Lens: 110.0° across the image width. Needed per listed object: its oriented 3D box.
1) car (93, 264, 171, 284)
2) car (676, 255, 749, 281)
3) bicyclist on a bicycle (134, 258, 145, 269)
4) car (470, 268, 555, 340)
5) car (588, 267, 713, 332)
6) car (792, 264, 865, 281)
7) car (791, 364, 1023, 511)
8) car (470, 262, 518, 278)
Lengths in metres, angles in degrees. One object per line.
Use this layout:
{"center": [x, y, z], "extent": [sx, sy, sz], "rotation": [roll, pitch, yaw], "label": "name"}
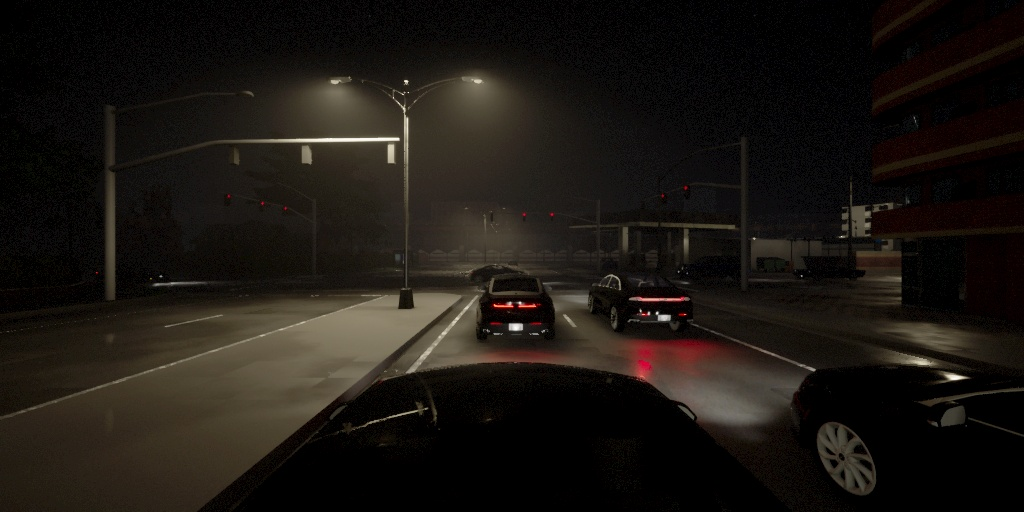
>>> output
{"center": [-27.766, 1.314, 26.309], "extent": [4.181, 1.385, 1.994], "rotation": [0, 0, 0], "label": "car"}
{"center": [16.627, 0.972, 29.858], "extent": [5.566, 2.045, 2.150], "rotation": [0, 0, -1], "label": "car"}
{"center": [-38.235, 1.053, 36.726], "extent": [0.582, 1.620, 1.656], "rotation": [0, 0, 0], "label": "bicyclist on a bicycle"}
{"center": [0.094, 1.255, 10.004], "extent": [1.837, 1.490, 4.892], "rotation": [0, 0, 0], "label": "car"}
{"center": [3.601, 1.242, 10.860], "extent": [2.128, 1.511, 4.902], "rotation": [0, 0, 0], "label": "car"}
{"center": [26.414, 1.351, 30.001], "extent": [4.718, 1.301, 1.895], "rotation": [0, 0, -1], "label": "car"}
{"center": [3.600, 1.255, 1.452], "extent": [1.837, 1.490, 4.892], "rotation": [0, 0, 0], "label": "car"}
{"center": [-0.924, 1.314, 26.089], "extent": [4.181, 1.385, 1.994], "rotation": [0, 0, 1], "label": "car"}
